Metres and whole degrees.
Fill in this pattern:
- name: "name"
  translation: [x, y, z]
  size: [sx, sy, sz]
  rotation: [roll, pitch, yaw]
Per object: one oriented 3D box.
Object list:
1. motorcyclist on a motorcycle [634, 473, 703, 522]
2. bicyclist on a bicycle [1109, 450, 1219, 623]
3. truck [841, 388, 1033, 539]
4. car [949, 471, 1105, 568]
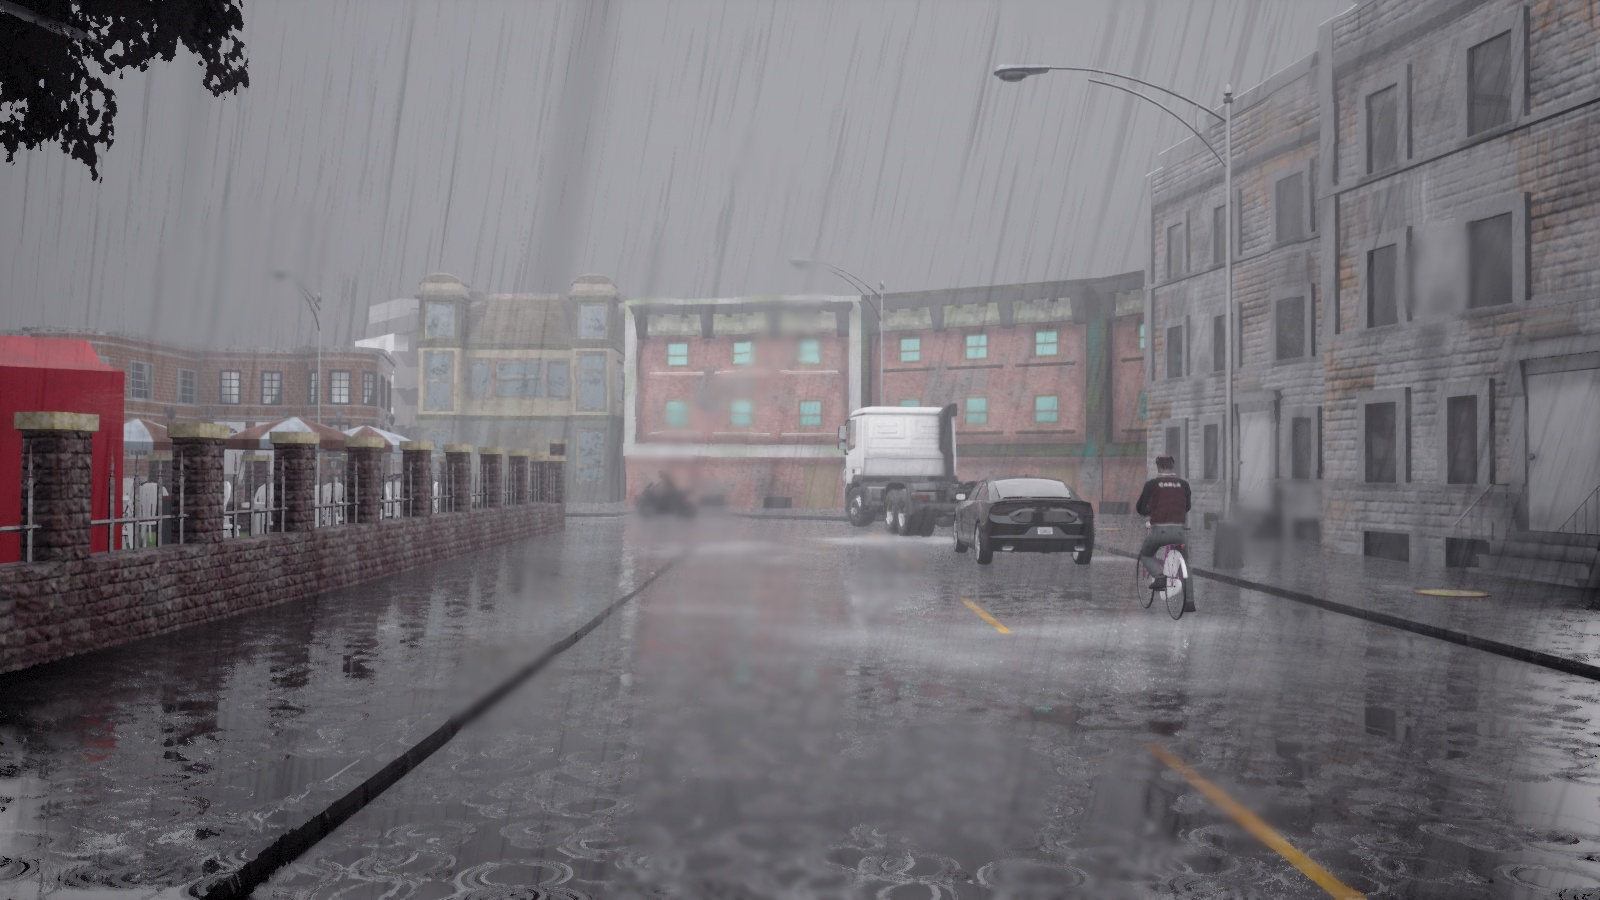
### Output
- name: "motorcyclist on a motorcycle"
  translation: [-4.164, 1.482, 39.784]
  size: [2.044, 1.523, 0.797]
  rotation: [-1, -1, 17]
- name: "bicyclist on a bicycle"
  translation: [3.961, 0.901, 13.814]
  size: [0.659, 1.776, 1.843]
  rotation: [0, -1, 0]
- name: "truck"
  translation: [3.311, 0.372, 32.900]
  size: [2.891, 3.462, 7.936]
  rotation: [0, -1, -10]
- name: "car"
  translation: [3.937, 1.156, 22.649]
  size: [1.882, 1.535, 5.008]
  rotation: [0, -1, 0]
